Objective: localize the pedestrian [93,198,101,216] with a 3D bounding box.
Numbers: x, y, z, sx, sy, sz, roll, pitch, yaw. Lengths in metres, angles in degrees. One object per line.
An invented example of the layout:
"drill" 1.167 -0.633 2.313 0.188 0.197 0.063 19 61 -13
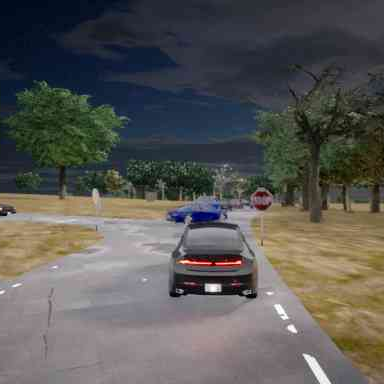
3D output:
"pedestrian" -8.095 1.099 28.436 0.375 1.860 0.375 0 -4 7

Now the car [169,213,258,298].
"car" 0.529 1.511 8.513 1.837 1.490 4.892 0 0 3

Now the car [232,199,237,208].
"car" 4.277 1.943 44.930 2.033 1.411 5.357 0 -1 17

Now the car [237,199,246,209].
"car" 7.215 1.910 54.802 2.097 1.767 4.553 0 -1 16

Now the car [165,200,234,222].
"car" 0.382 1.590 24.706 5.008 1.535 1.882 0 1 -35

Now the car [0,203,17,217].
"car" -14.952 0.942 22.855 5.357 1.411 2.033 2 -1 7

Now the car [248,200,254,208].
"car" 11.594 2.099 58.776 1.882 1.535 5.008 0 -1 15

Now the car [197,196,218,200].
"car" 1.518 1.456 35.052 2.150 2.045 5.566 0 -1 15

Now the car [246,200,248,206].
"car" 10.920 2.335 68.482 1.882 1.535 5.008 0 -1 14
